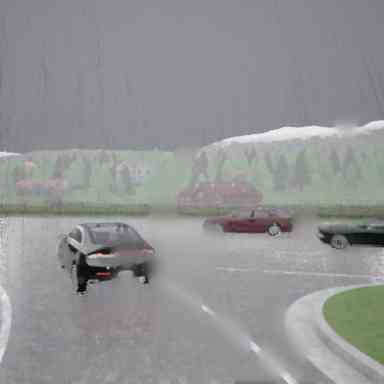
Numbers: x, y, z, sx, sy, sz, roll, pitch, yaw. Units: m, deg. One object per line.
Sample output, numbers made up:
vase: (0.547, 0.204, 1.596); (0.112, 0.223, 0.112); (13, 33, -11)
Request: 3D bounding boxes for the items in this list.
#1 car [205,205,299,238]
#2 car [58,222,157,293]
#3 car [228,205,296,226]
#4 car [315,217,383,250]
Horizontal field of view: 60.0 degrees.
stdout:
car: (3.195, 1.659, 18.733); (5.008, 1.535, 1.882); (0, -1, 15)
car: (-2.556, 1.599, 9.337); (2.128, 1.511, 4.902); (0, -1, -28)
car: (5.320, 1.747, 25.410); (4.892, 1.490, 1.837); (0, -1, 15)
car: (7.663, 1.717, 13.909); (4.718, 1.301, 1.895); (0, -1, 15)
